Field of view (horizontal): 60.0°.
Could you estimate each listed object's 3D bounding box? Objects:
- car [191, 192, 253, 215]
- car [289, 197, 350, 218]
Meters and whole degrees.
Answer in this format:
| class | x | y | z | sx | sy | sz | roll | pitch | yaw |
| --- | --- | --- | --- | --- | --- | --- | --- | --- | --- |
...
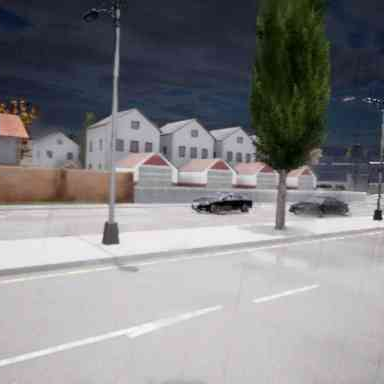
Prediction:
| class | x | y | z | sx | sy | sz | roll | pitch | yaw |
| --- | --- | --- | --- | --- | --- | --- | --- | --- | --- |
| car | 2.205 | 0.749 | 23.616 | 4.902 | 1.511 | 2.128 | 1 | 3 | -36 |
| car | 9.516 | 1.065 | 24.596 | 5.357 | 1.411 | 2.033 | 1 | 3 | -36 |
